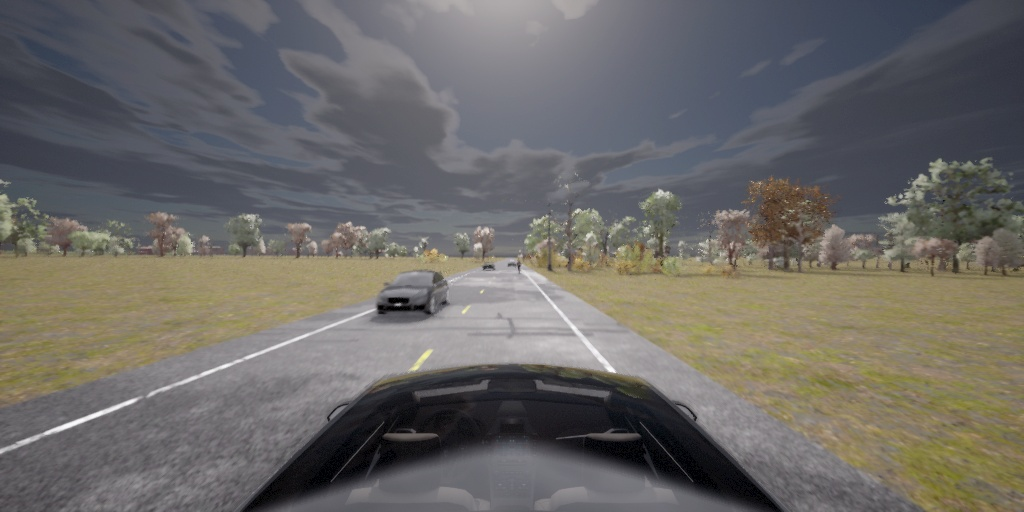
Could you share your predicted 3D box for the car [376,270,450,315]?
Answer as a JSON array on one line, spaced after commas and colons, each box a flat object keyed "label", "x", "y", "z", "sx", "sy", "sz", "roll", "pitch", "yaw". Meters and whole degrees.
[{"label": "car", "x": -3.600, "y": 1.304, "z": 13.783, "sx": 1.837, "sy": 1.490, "sz": 4.892, "roll": 0, "pitch": 0, "yaw": 0}]

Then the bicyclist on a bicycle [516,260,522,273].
[{"label": "bicyclist on a bicycle", "x": 0.948, "y": 1.384, "z": 44.814, "sx": 0.582, "sy": 1.620, "sz": 1.656, "roll": 0, "pitch": -1, "yaw": 0}]

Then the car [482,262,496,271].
[{"label": "car", "x": -3.546, "y": 1.578, "z": 55.433, "sx": 1.895, "sy": 1.301, "sz": 4.718, "roll": 0, "pitch": 0, "yaw": 1}]
